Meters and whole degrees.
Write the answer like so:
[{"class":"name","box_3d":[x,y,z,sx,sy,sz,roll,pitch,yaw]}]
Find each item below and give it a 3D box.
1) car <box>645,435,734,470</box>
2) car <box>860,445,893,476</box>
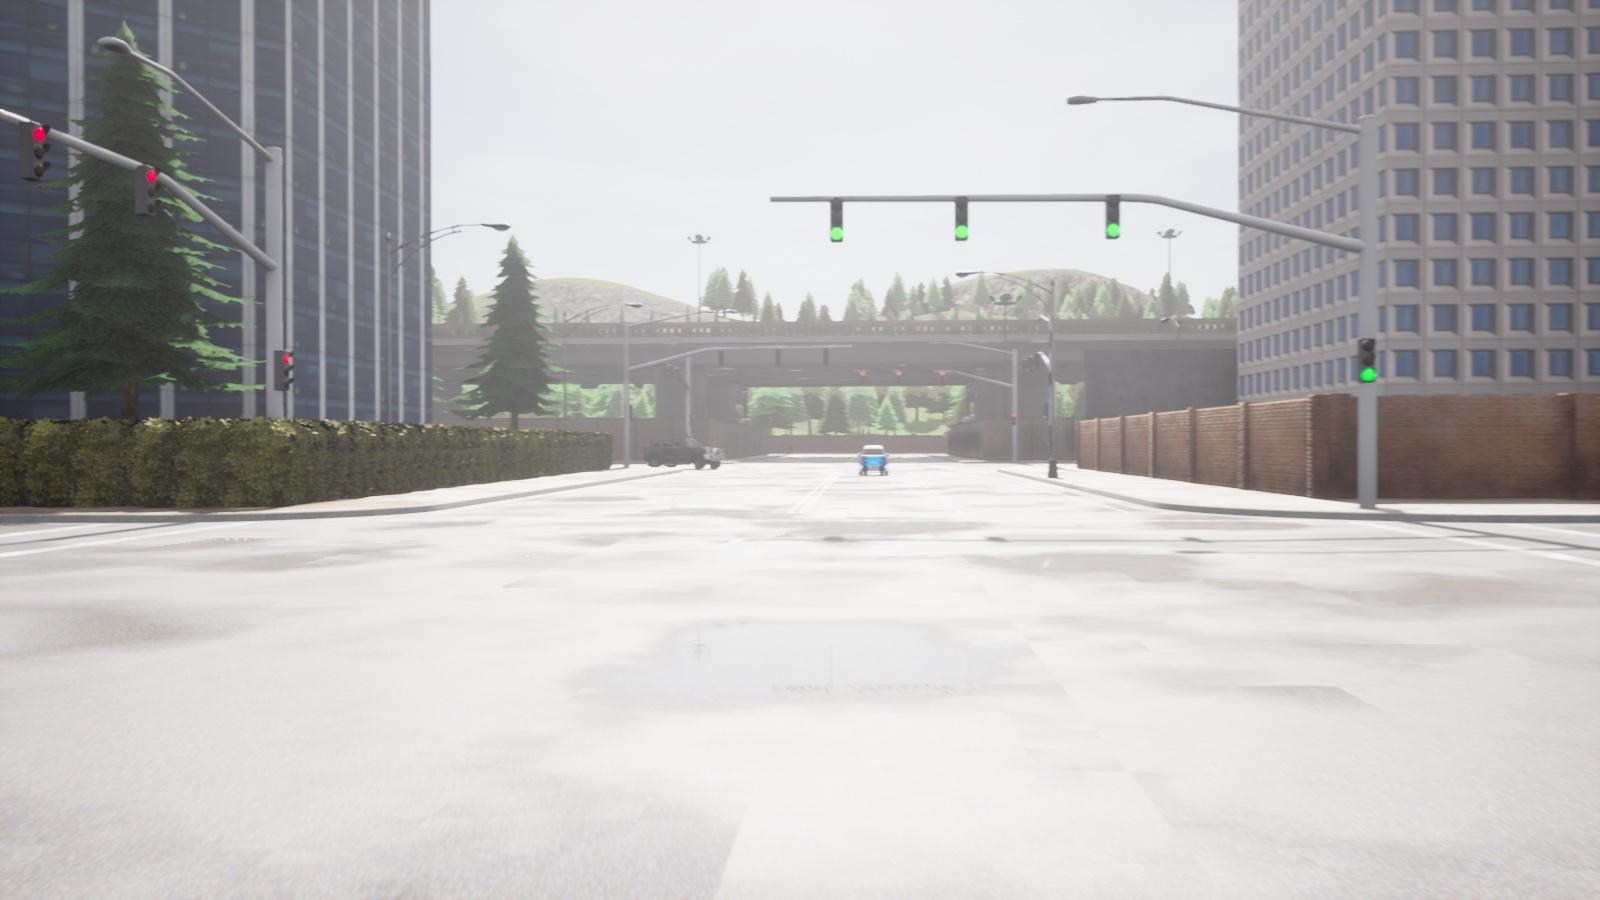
[{"class":"car","box_3d":[-6.162,0.141,69.682,4.605,1.855,1.932,0,0,28]},{"class":"car","box_3d":[3.501,0.466,57.242,1.481,1.376,2.207,0,1,3]}]
